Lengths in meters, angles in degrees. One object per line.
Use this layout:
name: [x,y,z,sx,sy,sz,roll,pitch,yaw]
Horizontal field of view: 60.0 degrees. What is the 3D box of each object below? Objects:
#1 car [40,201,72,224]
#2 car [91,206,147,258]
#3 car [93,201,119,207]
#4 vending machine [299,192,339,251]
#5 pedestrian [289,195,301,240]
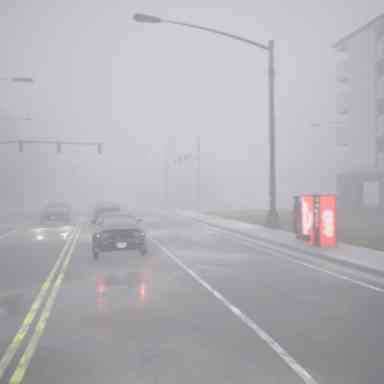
car: [-10.105,1.458,24.944,1.882,1.535,5.008,-1,0,-16]
car: [-2.836,1.488,12.702,1.812,1.442,4.674,-1,0,-16]
car: [-6.046,1.416,23.854,1.882,1.535,5.008,-1,0,-16]
vending machine: [4.805,1.077,12.611,1.100,2.100,0.880,-1,0,-16]
pedestrian: [4.316,1.026,13.553,0.375,1.860,0.375,-1,0,-16]
